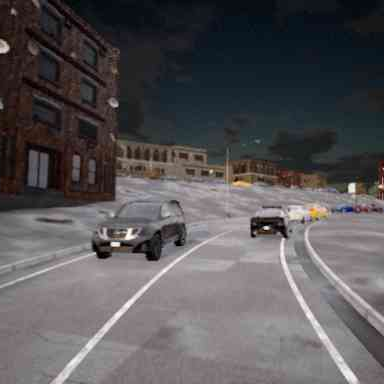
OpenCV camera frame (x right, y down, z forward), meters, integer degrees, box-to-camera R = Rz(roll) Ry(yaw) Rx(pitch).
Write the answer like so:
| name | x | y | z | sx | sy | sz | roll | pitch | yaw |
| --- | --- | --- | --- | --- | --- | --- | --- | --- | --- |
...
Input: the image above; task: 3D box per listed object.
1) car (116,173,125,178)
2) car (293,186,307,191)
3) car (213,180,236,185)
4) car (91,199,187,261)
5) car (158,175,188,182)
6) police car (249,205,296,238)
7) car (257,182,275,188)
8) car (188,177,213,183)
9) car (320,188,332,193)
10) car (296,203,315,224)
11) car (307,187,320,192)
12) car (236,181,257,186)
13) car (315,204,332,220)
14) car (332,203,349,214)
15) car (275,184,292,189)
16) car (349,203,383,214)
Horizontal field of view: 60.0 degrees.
| name | x | y | z | sx | sy | sz | roll | pitch | yaw |
| --- | --- | --- | --- | --- | --- | --- | --- | --- | --- |
| car | -13.367 | -2.772 | 55.097 | 4.553 | 1.767 | 2.185 | 3 | -5 | -30 |
| car | 24.185 | -0.600 | 78.493 | 4.674 | 1.452 | 2.002 | 4 | -6 | -36 |
| car | 5.684 | -1.709 | 66.067 | 4.674 | 1.452 | 2.002 | 3 | -5 | -31 |
| car | -1.780 | 1.330 | 13.175 | 2.150 | 2.045 | 5.566 | -1 | -1 | 14 |
| car | -3.866 | -2.225 | 60.497 | 4.892 | 1.521 | 2.231 | 3 | -5 | -30 |
| police car | 4.495 | 1.559 | 18.600 | 1.930 | 1.638 | 5.238 | -1 | -1 | 20 |
| car | 14.999 | -1.339 | 72.043 | 4.553 | 1.767 | 2.185 | 3 | -5 | -33 |
| car | 0.923 | -1.999 | 63.232 | 4.892 | 1.521 | 2.231 | 3 | -5 | -30 |
| car | 32.937 | -0.150 | 85.237 | 4.553 | 1.767 | 2.185 | 4 | -6 | -38 |
| car | 8.472 | 1.793 | 27.155 | 1.812 | 1.442 | 4.674 | -2 | -2 | 30 |
| car | 28.513 | -0.351 | 81.748 | 4.892 | 1.521 | 2.231 | 4 | -6 | -37 |
| car | 10.383 | -1.484 | 69.008 | 5.008 | 1.535 | 2.097 | 3 | -5 | -32 |
| car | 11.551 | 1.837 | 31.985 | 1.882 | 1.535 | 5.008 | -3 | -3 | 35 |
| car | 22.441 | 2.412 | 48.985 | 5.008 | 1.535 | 1.882 | 1 | -4 | -35 |
| car | 19.707 | -0.896 | 75.278 | 4.792 | 1.488 | 2.163 | 3 | -5 | -35 |
| car | 24.523 | 2.258 | 46.352 | 4.674 | 1.442 | 1.812 | 1 | -4 | -31 |
